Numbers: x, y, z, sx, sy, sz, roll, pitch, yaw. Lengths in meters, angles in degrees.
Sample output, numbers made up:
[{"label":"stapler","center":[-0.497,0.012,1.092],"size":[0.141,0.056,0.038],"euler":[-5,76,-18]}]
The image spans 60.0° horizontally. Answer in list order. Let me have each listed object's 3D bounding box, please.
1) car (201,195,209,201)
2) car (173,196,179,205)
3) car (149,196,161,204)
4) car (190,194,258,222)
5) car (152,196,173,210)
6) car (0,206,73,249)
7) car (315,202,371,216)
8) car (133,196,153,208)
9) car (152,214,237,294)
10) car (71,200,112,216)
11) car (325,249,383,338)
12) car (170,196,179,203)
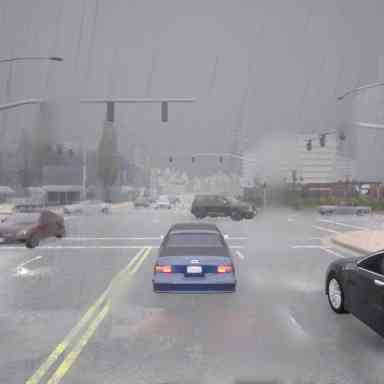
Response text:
[{"label":"car","center":[3.245,1.553,84.630],"size":[1.994,1.385,4.181],"euler":[0,0,0]},{"label":"car","center":[-3.756,1.505,58.163],"size":[1.837,1.490,4.892],"euler":[0,0,0]},{"label":"car","center":[-7.224,1.506,66.159],"size":[1.837,1.490,4.892],"euler":[0,0,0]},{"label":"car","center":[2.457,1.222,26.708],"size":[5.566,2.045,2.150],"euler":[0,1,35]},{"label":"car","center":[-3.693,1.526,42.535],"size":[1.812,1.442,4.674],"euler":[0,0,-1]},{"label":"car","center":[-7.145,1.526,14.739],"size":[1.812,1.442,4.674],"euler":[0,0,0]},{"label":"car","center":[14.351,1.601,31.871],"size":[4.718,1.301,1.895],"euler":[0,0,1]},{"label":"car","center":[-7.240,1.505,48.066],"size":[1.837,1.490,4.892],"euler":[0,0,0]},{"label":"car","center":[0.055,1.547,8.952],"size":[2.033,1.411,5.357],"euler":[0,0,0]},{"label":"car","center":[-10.137,1.525,32.667],"size":[1.812,1.442,4.674],"euler":[1,1,43]},{"label":"car","center":[3.548,1.505,4.706],"size":[1.837,1.490,4.892],"euler":[0,0,0]},{"label":"car","center":[-3.715,1.595,71.329],"size":[1.895,1.301,4.718],"euler":[0,0,0]}]
